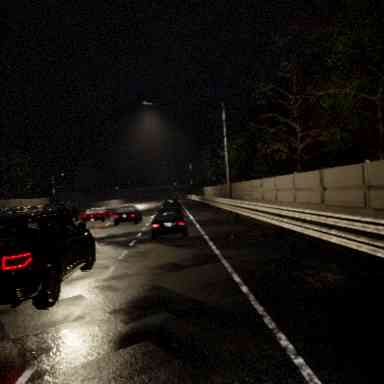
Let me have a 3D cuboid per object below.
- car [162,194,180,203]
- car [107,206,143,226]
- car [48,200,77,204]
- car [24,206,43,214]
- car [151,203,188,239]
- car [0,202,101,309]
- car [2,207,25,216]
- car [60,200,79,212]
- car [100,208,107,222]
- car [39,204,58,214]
[{"bbox_3d":[-2.782,1.315,44.774,2.150,2.045,5.566,-4,0,-3],"label":"car"},{"bbox_3d":[-5.155,1.842,27.153,2.033,1.411,5.357,-4,0,-3],"label":"car"},{"bbox_3d":[-12.437,2.012,31.831,2.150,2.045,5.566,-4,0,-3],"label":"car"},{"bbox_3d":[-32.022,3.635,67.274,1.994,1.385,4.181,-4,0,-3],"label":"car"},{"bbox_3d":[-1.234,1.589,18.109,2.033,1.411,5.357,-4,0,-3],"label":"car"},{"bbox_3d":[-4.109,1.485,8.490,2.150,2.045,5.566,-4,0,-3],"label":"car"},{"bbox_3d":[-35.461,3.872,66.242,2.033,1.411,5.357,-4,0,-3],"label":"car"},{"bbox_3d":[-25.119,2.816,68.474,2.150,2.045,5.566,-4,0,-3],"label":"car"},{"bbox_3d":[-8.880,2.146,31.300,1.895,1.301,4.718,-4,0,-3],"label":"car"},{"bbox_3d":[-28.468,3.350,66.225,1.837,1.490,4.892,-4,0,-3],"label":"car"}]
